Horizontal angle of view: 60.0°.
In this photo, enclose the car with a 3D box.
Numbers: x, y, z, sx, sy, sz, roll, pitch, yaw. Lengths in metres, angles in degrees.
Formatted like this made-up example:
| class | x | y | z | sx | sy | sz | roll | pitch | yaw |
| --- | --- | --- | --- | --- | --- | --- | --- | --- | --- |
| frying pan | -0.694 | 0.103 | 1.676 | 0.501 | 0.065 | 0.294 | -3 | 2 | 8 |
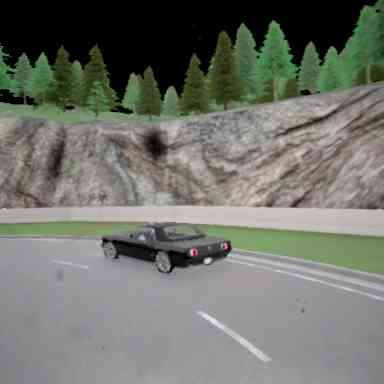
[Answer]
| class | x | y | z | sx | sy | sz | roll | pitch | yaw |
| --- | --- | --- | --- | --- | --- | --- | --- | --- | --- |
| car | -1.084 | 1.641 | 10.731 | 1.895 | 1.301 | 4.718 | -1 | 0 | -43 |
